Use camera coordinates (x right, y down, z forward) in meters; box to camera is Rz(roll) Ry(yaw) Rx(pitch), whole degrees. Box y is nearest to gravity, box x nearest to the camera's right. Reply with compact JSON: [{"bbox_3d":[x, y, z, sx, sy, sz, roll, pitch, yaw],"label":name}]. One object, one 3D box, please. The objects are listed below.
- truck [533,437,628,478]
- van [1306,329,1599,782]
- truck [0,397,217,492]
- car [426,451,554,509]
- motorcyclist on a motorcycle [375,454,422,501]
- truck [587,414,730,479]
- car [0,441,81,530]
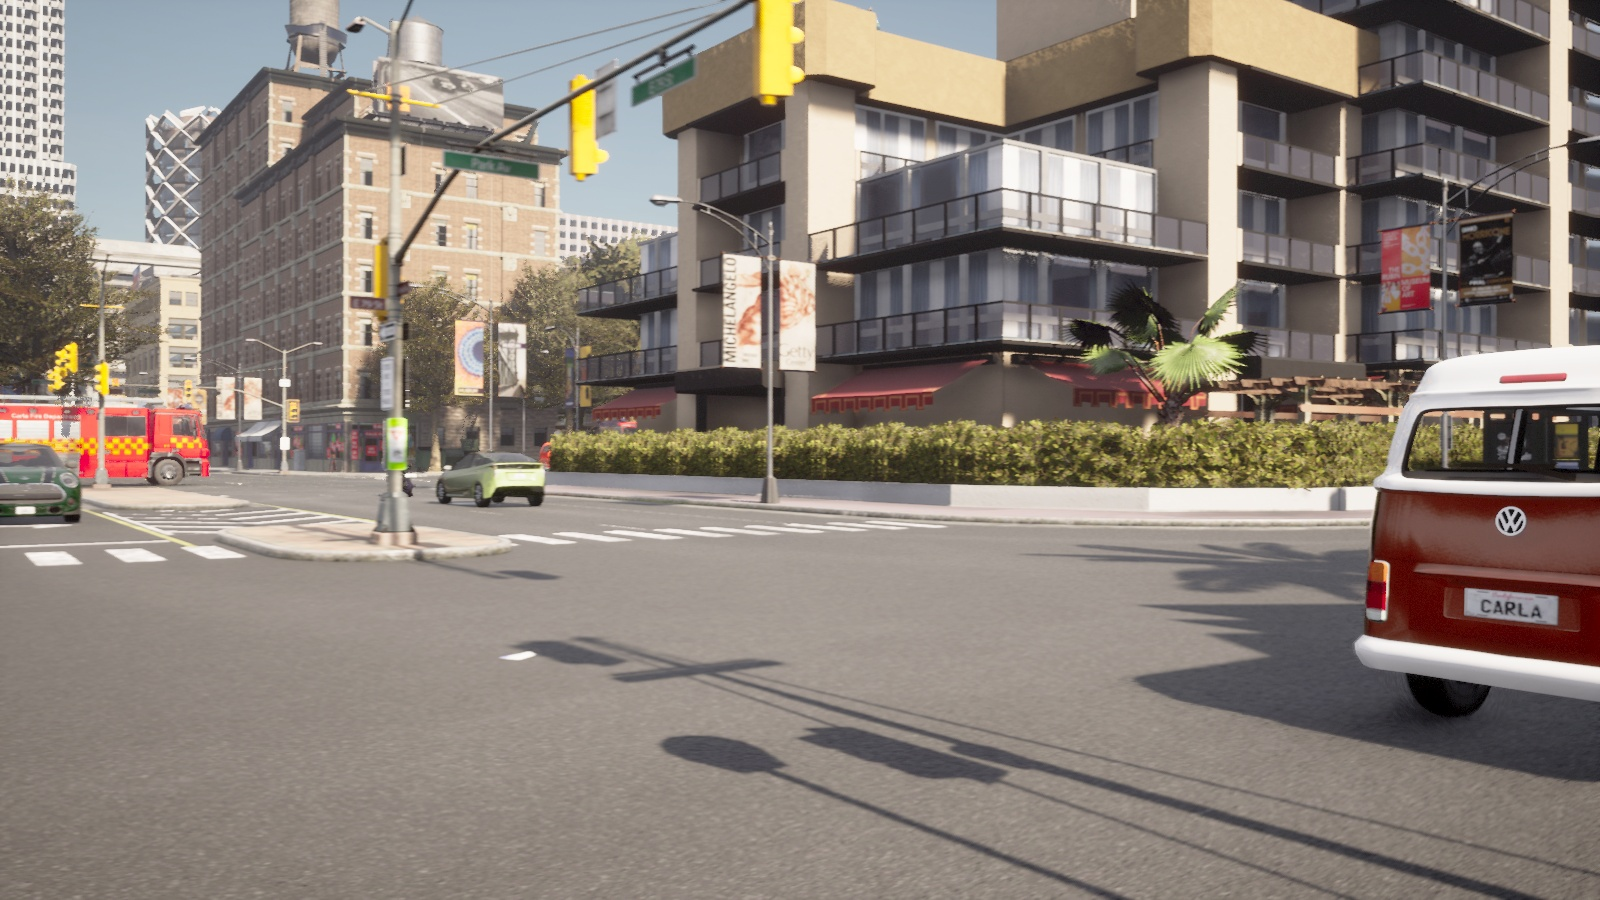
[{"bbox_3d":[-13.667,0.479,78.357,5.204,2.467,2.627,0,0,-36],"label":"truck"},{"bbox_3d":[5.190,0.475,7.273,4.480,2.038,2.069,0,0,-35],"label":"van"},{"bbox_3d":[-29.858,-0.225,53.831,8.468,3.827,2.891,0,0,-36],"label":"truck"},{"bbox_3d":[-8.822,0.797,35.479,2.007,1.525,4.514,0,0,-35],"label":"car"},{"bbox_3d":[-13.439,0.911,41.996,0.866,1.530,2.191,0,0,-35],"label":"motorcyclist on a motorcycle"},{"bbox_3d":[-8.691,-0.211,77.622,8.468,3.827,2.891,0,0,-36],"label":"truck"},{"bbox_3d":[-16.896,0.705,26.984,2.097,1.767,4.553,0,0,-35],"label":"car"}]
